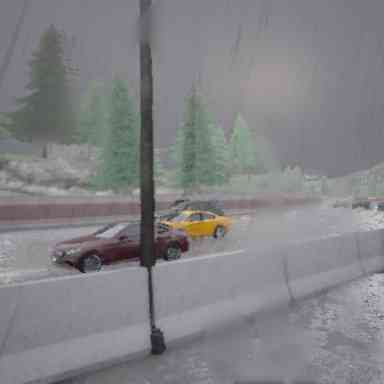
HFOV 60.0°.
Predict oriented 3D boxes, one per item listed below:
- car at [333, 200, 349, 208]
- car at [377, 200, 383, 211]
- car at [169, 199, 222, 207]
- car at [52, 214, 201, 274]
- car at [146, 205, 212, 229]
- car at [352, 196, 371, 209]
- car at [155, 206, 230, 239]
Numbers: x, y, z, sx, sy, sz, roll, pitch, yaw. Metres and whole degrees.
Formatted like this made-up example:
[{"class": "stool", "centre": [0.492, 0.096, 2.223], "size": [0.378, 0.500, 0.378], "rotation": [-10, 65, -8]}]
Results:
[{"class": "car", "centre": [25.320, 2.069, 56.589], "size": [1.895, 1.301, 4.718], "rotation": [-1, -1, 32]}, {"class": "car", "centre": [27.264, 1.828, 46.777], "size": [1.837, 1.490, 4.892], "rotation": [-1, -1, 35]}, {"class": "car", "centre": [-0.244, 1.504, 21.606], "size": [5.566, 2.045, 2.150], "rotation": [0, -1, -40]}, {"class": "car", "centre": [-2.186, 1.697, 11.174], "size": [4.674, 1.442, 1.812], "rotation": [0, -1, -37]}, {"class": "car", "centre": [-0.916, 1.822, 25.665], "size": [5.008, 1.535, 1.882], "rotation": [0, -1, -41]}, {"class": "car", "centre": [26.358, 1.626, 51.687], "size": [2.150, 2.045, 5.566], "rotation": [-1, -1, 34]}, {"class": "car", "centre": [-0.227, 1.705, 17.122], "size": [5.008, 1.535, 1.882], "rotation": [0, -1, -39]}]
